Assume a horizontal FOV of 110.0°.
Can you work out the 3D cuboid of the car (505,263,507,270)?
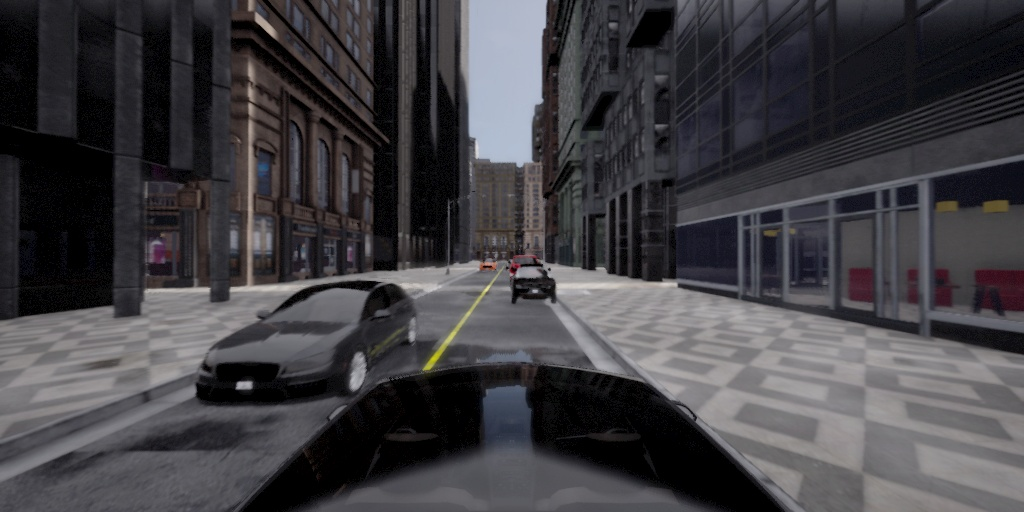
[{"bbox_3d":[0.018,1.353,51.941,1.895,1.301,4.718,0,0,0],"label":"car"}]

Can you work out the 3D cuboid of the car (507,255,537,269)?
[{"bbox_3d":[0.905,0.960,26.452,2.150,2.045,5.566,0,0,0],"label":"car"}]

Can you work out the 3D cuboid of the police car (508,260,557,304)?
[{"bbox_3d":[0.902,1.164,16.531,1.930,1.638,5.238,0,0,0],"label":"police car"}]

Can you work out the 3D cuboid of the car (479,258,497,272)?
[{"bbox_3d":[-3.072,1.099,46.851,2.097,1.767,4.553,0,0,0],"label":"car"}]

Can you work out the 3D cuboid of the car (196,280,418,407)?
[{"bbox_3d":[-3.100,1.250,6.582,1.837,1.490,4.892,0,0,0],"label":"car"}]
